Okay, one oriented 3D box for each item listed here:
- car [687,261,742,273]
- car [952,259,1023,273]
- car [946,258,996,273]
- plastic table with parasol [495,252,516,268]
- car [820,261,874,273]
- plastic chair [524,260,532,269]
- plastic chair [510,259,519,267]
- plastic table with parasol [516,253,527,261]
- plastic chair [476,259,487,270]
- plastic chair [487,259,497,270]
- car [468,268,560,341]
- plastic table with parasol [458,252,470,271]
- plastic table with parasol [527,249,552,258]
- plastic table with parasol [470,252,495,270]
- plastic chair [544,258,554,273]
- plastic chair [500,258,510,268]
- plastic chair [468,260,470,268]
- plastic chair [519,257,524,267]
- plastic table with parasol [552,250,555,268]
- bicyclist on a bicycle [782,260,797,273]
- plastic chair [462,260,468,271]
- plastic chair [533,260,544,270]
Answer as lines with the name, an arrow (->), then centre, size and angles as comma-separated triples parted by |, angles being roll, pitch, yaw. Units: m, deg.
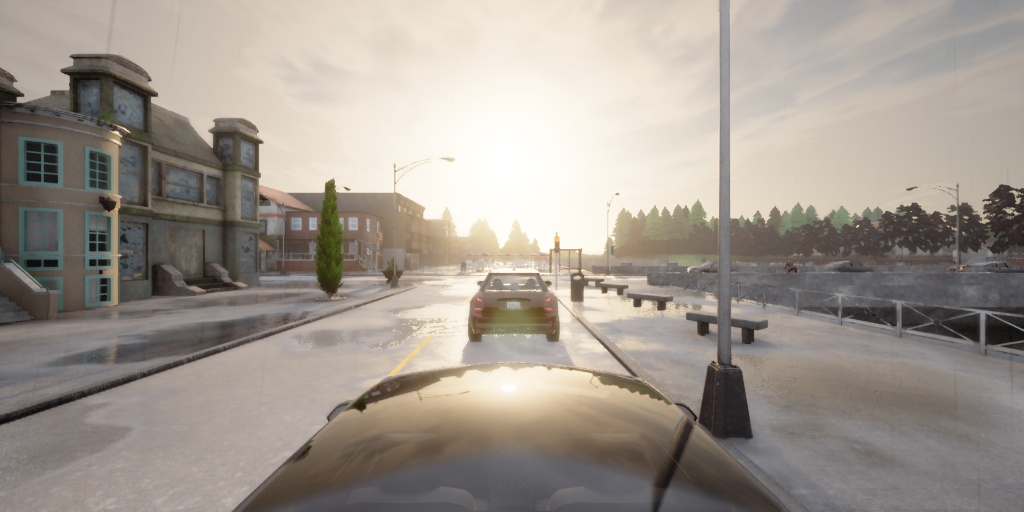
car -> 19.235, 1.241, 34.077 | 4.902, 1.511, 2.128 | 0, 0, 0
car -> 40.464, 1.255, 29.898 | 4.892, 1.490, 1.837 | 0, 0, 1
car -> 44.323, 1.101, 33.943 | 4.553, 1.767, 2.097 | 0, 0, 1
plastic table with parasol -> -1.029, 0.675, 56.940 | 2.482, 2.480, 2.482 | 0, 0, 0
car -> 31.323, 1.255, 34.032 | 4.892, 1.490, 1.837 | 0, 0, 0
plastic chair -> 2.396, 1.279, 49.228 | 0.730, 1.272, 0.750 | 0, 0, 0
plastic chair -> 0.321, 1.279, 56.835 | 0.730, 1.272, 0.750 | 0, 0, 0
plastic table with parasol -> 1.366, 0.675, 64.542 | 2.482, 2.480, 2.482 | 0, 0, 0
plastic chair -> -4.206, 1.279, 48.750 | 0.750, 1.272, 0.730 | 0, 0, 0
plastic chair -> -2.802, 1.279, 49.846 | 0.730, 1.272, 0.750 | 0, 0, 0
car -> 0.065, 1.102, 9.995 | 2.097, 1.767, 4.553 | 0, 0, 1
plastic table with parasol -> -6.950, 0.675, 56.569 | 2.482, 2.480, 2.482 | 0, 0, 0
plastic table with parasol -> 3.736, 0.675, 49.194 | 2.482, 2.480, 2.482 | 0, 0, 0
plastic table with parasol -> -4.082, 0.675, 49.970 | 2.482, 2.480, 2.482 | 0, 0, 0
plastic chair -> 4.995, 1.279, 49.020 | 0.730, 1.272, 0.750 | 0, 0, 0
plastic chair -> -1.083, 1.279, 55.740 | 0.750, 1.272, 0.730 | 0, 0, 0
plastic chair -> -5.401, 1.279, 50.054 | 0.730, 1.272, 0.750 | 0, 0, 0
plastic chair -> 1.246, 1.279, 63.364 | 0.750, 1.272, 0.730 | 0, 0, 0
plastic table with parasol -> 5.174, 0.675, 57.819 | 2.482, 2.480, 2.482 | 0, 0, 0
bicyclist on a bicycle -> 19.889, 1.099, 25.676 | 0.582, 1.620, 1.656 | 0, 0, 0
plastic chair -> -6.880, 1.279, 55.391 | 0.750, 1.272, 0.730 | 0, 0, 0
plastic chair -> 3.592, 1.279, 47.924 | 0.750, 1.272, 0.730 | 0, 0, 0
